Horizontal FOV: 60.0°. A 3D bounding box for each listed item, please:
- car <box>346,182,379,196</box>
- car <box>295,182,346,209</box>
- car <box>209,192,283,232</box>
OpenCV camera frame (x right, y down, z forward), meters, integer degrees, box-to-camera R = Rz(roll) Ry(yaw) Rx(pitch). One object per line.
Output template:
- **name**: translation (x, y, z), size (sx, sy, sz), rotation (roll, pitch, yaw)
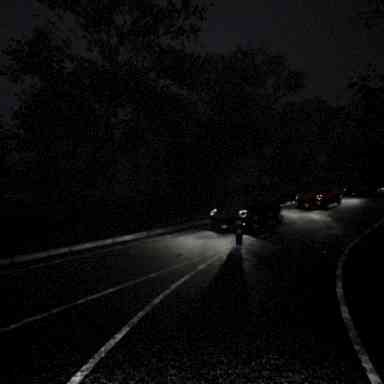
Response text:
- **car**: translation (16.448, -0.345, 32.274), size (4.718, 1.301, 1.895), rotation (-6, 5, -44)
- **car**: translation (9.493, 0.196, 24.913), size (2.097, 1.767, 4.553), rotation (0, 5, 42)
- **car**: translation (2.792, 0.862, 16.732), size (2.097, 1.767, 4.553), rotation (0, 3, 38)
